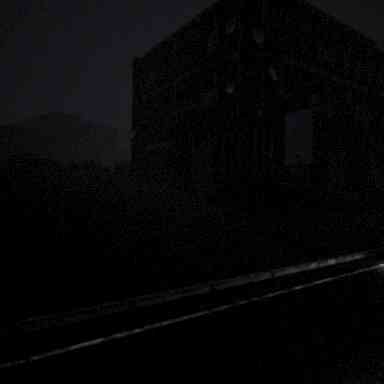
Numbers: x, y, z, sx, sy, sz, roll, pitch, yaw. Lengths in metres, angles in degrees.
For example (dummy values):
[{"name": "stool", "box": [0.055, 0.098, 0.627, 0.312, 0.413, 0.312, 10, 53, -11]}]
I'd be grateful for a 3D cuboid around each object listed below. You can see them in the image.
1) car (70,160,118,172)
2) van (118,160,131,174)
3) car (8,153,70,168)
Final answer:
[{"name": "car", "box": [-10.476, -2.500, 34.372, 2.002, 1.452, 4.674, 0, -2, 40]}, {"name": "van", "box": [-6.894, -2.533, 38.777, 1.878, 1.987, 4.442, 0, -2, 39]}, {"name": "car", "box": [-14.032, -2.705, 30.125, 2.002, 1.452, 4.674, 0, -2, 41]}]
